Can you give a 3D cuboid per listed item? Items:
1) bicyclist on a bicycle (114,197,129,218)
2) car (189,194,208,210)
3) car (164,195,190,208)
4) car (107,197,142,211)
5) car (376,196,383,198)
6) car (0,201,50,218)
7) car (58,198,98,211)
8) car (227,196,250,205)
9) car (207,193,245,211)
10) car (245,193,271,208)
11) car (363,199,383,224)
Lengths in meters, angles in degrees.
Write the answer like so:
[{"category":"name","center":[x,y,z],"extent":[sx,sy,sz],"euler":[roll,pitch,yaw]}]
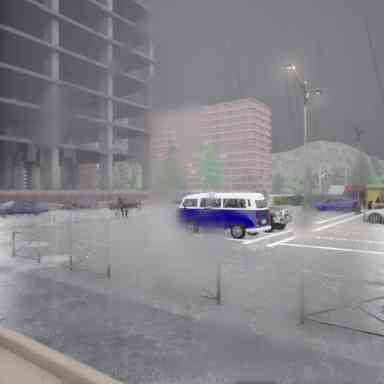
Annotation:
[{"category":"bicyclist on a bicycle","center":[-5.504,1.248,25.969],"extent":[1.656,1.620,0.582],"euler":[0,0,35]},{"category":"car","center":[2.250,1.436,49.692],"extent":[2.128,1.511,4.902],"euler":[0,0,36]},{"category":"car","center":[-2.628,1.436,55.072],"extent":[2.128,1.511,4.902],"euler":[0,0,36]},{"category":"car","center":[-8.273,1.449,41.094],"extent":[1.837,1.490,4.892],"euler":[0,0,35]},{"category":"car","center":[16.452,1.153,26.046],"extent":[4.605,1.855,1.932],"euler":[0,0,36]},{"category":"car","center":[-15.858,1.492,30.348],"extent":[2.033,1.411,5.357],"euler":[0,0,35]},{"category":"car","center":[-13.503,1.436,39.755],"extent":[2.128,1.511,4.902],"euler":[0,0,35]},{"category":"car","center":[8.174,1.422,58.174],"extent":[1.882,1.535,5.008],"euler":[0,0,35]},{"category":"car","center":[4.929,1.166,47.431],"extent":[2.150,2.045,5.566],"euler":[0,0,36]},{"category":"car","center":[11.034,1.436,56.157],"extent":[2.128,1.511,4.902],"euler":[0,0,35]},{"category":"car","center":[13.246,1.395,21.481],"extent":[3.806,1.475,1.970],"euler":[0,0,36]}]
